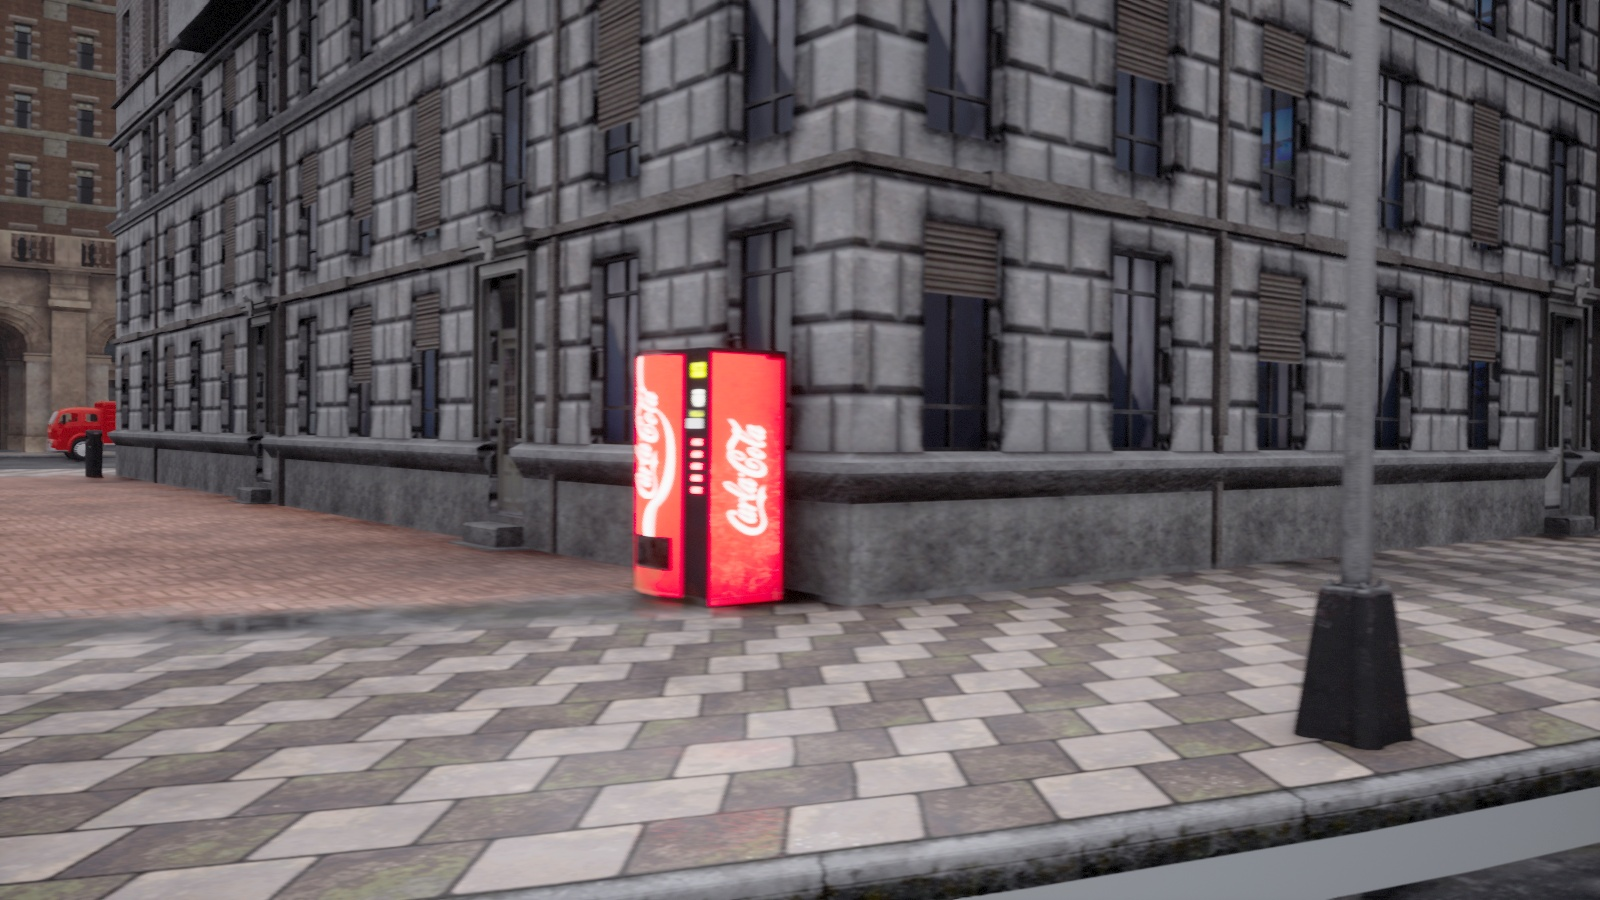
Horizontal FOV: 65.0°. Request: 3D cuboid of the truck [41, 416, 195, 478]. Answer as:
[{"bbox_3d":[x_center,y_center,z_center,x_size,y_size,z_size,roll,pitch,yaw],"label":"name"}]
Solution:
[{"bbox_3d":[-28.326,-0.172,52.207,5.204,2.467,2.627,-1,1,-38],"label":"truck"}]
